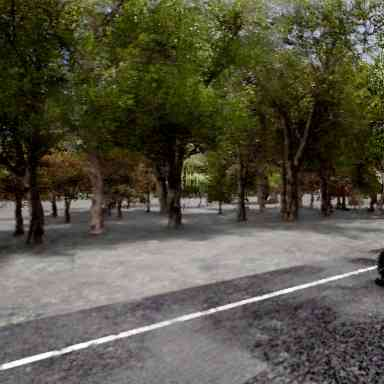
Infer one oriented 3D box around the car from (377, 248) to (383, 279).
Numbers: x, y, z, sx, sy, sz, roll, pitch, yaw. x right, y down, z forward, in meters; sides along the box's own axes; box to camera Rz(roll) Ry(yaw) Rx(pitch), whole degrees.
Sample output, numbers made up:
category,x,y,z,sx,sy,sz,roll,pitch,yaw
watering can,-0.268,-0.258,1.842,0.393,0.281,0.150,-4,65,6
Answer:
category,x,y,z,sx,sy,sz,roll,pitch,yaw
car,6.649,1.561,8.624,4.181,1.385,1.994,0,0,-36
